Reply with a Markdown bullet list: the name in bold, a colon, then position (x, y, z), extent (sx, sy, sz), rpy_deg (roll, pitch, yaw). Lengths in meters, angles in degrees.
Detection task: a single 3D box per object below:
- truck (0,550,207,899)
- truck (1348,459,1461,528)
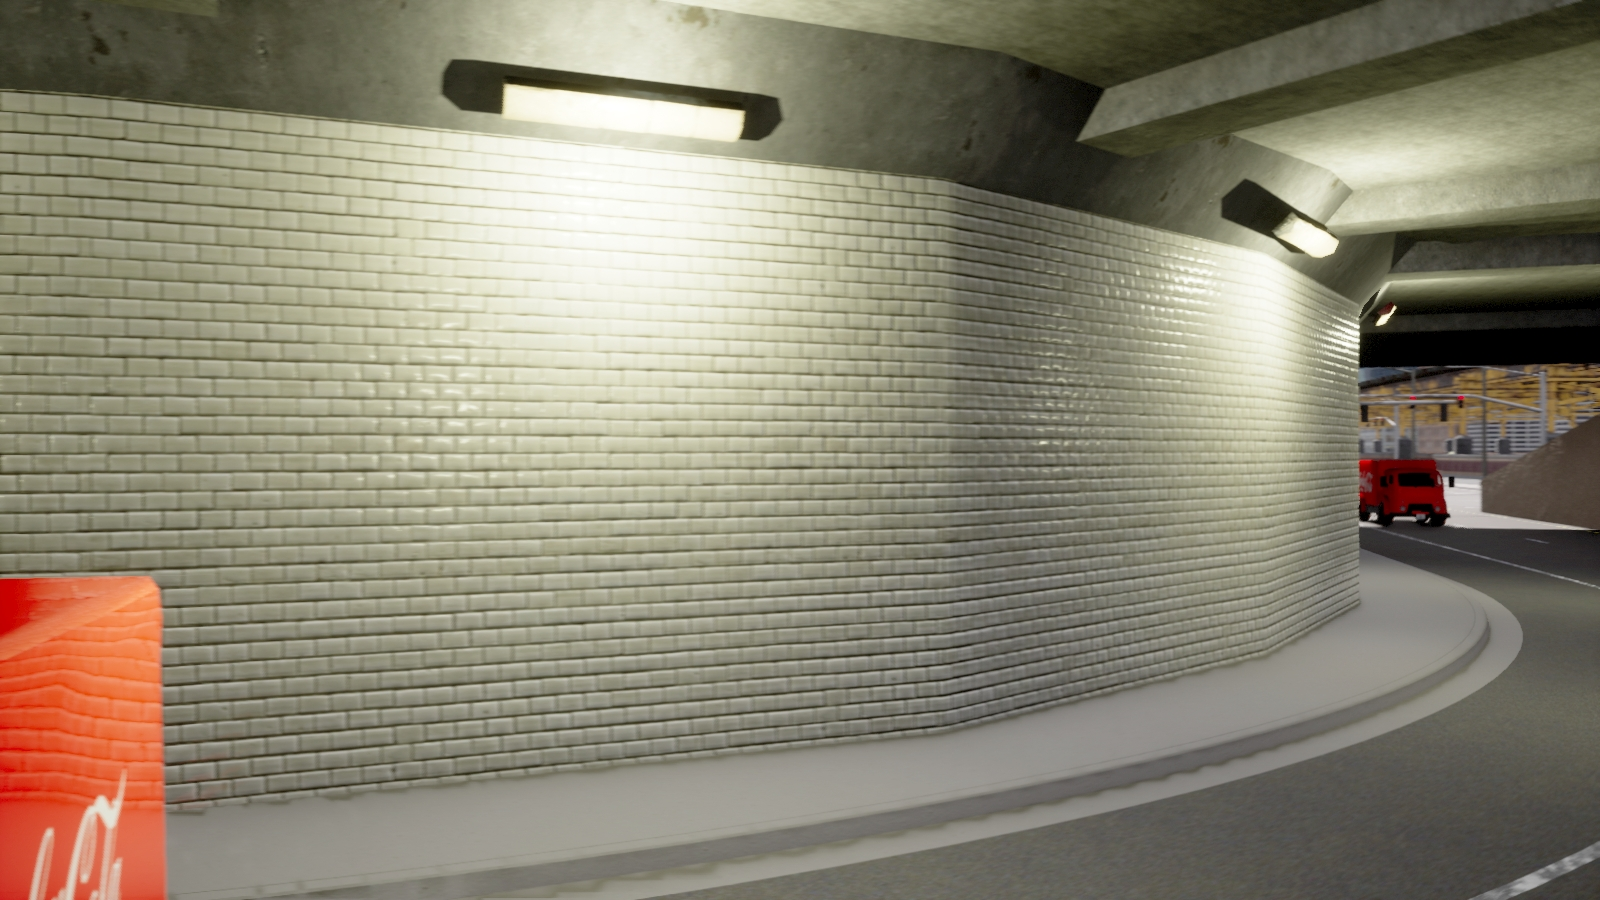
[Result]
- **truck**: position (-4.129, 1.572, 1.859), extent (5.204, 2.467, 2.627), rpy_deg (0, 0, -16)
- **truck**: position (23.208, 1.609, 44.164), extent (2.627, 2.467, 5.204), rpy_deg (0, 0, 13)
